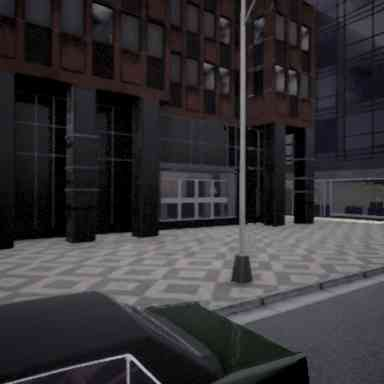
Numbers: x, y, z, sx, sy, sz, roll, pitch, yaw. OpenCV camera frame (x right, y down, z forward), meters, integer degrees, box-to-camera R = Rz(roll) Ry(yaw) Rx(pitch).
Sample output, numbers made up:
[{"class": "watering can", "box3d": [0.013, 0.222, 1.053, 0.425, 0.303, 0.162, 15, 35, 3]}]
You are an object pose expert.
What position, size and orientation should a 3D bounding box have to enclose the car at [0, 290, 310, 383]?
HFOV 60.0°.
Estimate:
[{"class": "car", "box3d": [-1.398, 1.602, 2.377, 4.718, 1.301, 1.895, 1, 0, -33]}]
